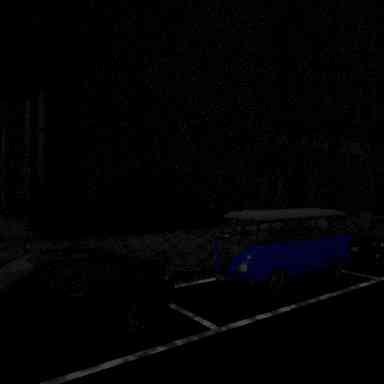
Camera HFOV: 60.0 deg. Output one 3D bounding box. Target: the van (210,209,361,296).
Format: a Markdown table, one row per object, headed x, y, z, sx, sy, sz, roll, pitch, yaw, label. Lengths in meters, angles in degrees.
| x | y | z | sx | sy | sz | roll | pitch | yaw | label |
| --- | --- | --- | --- | --- | --- | --- | --- | --- | --- |
| 2.329 | 1.341 | 8.415 | 3.998 | 1.788 | 1.690 | 0 | 1 | -35 | van |

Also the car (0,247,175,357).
| x | y | z | sx | sy | sz | roll | pitch | yaw | label |
| --- | --- | --- | --- | --- | --- | --- | --- | --- | --- |
| -2.251 | 1.582 | 5.151 | 4.206 | 1.307 | 1.802 | 0 | 1 | -35 | car |

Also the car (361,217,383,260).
| x | y | z | sx | sy | sz | roll | pitch | yaw | label |
| --- | --- | --- | --- | --- | --- | --- | --- | --- | --- |
| 6.908 | 1.545 | 11.683 | 4.507 | 1.381 | 1.887 | 0 | 1 | -35 | car |
